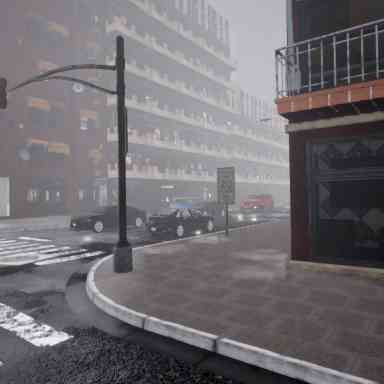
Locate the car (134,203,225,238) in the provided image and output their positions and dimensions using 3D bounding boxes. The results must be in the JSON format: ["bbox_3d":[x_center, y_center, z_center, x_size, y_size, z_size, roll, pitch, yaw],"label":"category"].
[{"bbox_3d":[-0.470,1.435,16.778,2.008,1.369,4.403,-1,-1,36],"label":"car"}]

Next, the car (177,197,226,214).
[{"bbox_3d":[1.167,1.478,28.368,1.837,1.490,4.892,-1,-1,35],"label":"car"}]

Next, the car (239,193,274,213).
[{"bbox_3d":[7.252,1.174,36.875,2.150,2.045,5.566,-1,-1,36],"label":"car"}]

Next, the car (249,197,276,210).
[{"bbox_3d":[9.327,1.431,44.014,1.967,1.590,4.097,-1,-1,36],"label":"car"}]

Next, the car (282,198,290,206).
[{"bbox_3d":[15.713,1.496,52.935,1.752,1.417,4.829,-1,-1,36],"label":"car"}]

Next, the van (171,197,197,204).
[{"bbox_3d":[-0.399,1.365,30.424,1.690,1.788,3.998,-1,-1,36],"label":"van"}]

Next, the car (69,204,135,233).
[{"bbox_3d":[-4.882,1.475,19.919,1.882,1.535,5.008,-1,-1,36],"label":"car"}]
